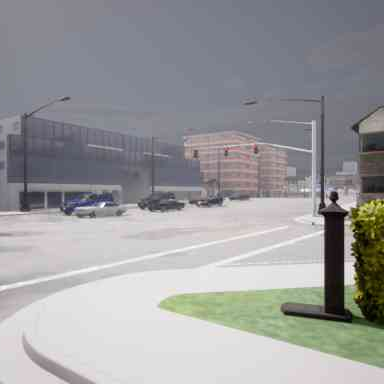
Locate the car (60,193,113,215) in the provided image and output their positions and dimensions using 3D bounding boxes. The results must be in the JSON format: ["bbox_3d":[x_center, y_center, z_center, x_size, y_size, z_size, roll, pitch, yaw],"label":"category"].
[{"bbox_3d":[-10.160,1.171,32.933,2.150,2.045,5.566,0,0,35],"label":"car"}]

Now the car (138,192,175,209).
[{"bbox_3d":[-4.219,1.072,41.408,2.150,2.045,5.566,0,1,36],"label":"car"}]

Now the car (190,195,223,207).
[{"bbox_3d":[2.403,1.217,44.756,2.128,1.511,4.902,0,1,35],"label":"car"}]

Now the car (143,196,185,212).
[{"bbox_3d":[-2.866,1.493,37.240,1.895,1.301,4.718,0,1,35],"label":"car"}]

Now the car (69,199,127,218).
[{"bbox_3d":[-8.124,1.555,29.736,1.895,1.301,4.718,0,0,35],"label":"car"}]

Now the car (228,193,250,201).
[{"bbox_3d":[8.478,0.860,59.489,2.033,1.411,5.357,0,1,35],"label":"car"}]

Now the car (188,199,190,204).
[{"bbox_3d":[1.448,1.243,49.492,1.895,1.301,4.718,0,2,35],"label":"car"}]
